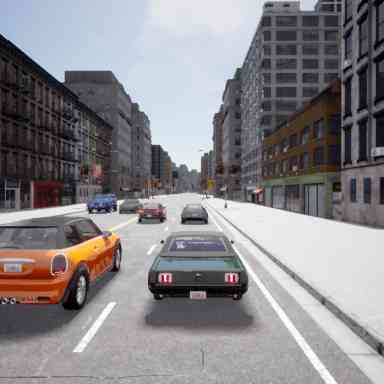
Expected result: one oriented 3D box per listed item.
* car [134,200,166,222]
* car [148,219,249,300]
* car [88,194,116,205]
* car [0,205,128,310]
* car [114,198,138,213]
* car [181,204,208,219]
[{"bbox_3d":[-3.048,1.532,26.025,1.812,1.442,4.674,0,0,0],"label":"car"},{"bbox_3d":[0.132,1.601,8.316,1.895,1.301,4.718,0,0,0],"label":"car"},{"bbox_3d":[-9.703,1.232,36.517,2.150,2.045,5.566,0,0,0],"label":"car"},{"bbox_3d":[-3.122,1.352,7.976,2.097,1.767,4.553,0,0,1],"label":"car"},{"bbox_3d":[-6.459,1.515,35.203,1.837,1.490,4.892,0,0,0],"label":"car"},{"bbox_3d":[0.199,1.570,25.278,1.994,1.385,4.181,0,0,0],"label":"car"}]
